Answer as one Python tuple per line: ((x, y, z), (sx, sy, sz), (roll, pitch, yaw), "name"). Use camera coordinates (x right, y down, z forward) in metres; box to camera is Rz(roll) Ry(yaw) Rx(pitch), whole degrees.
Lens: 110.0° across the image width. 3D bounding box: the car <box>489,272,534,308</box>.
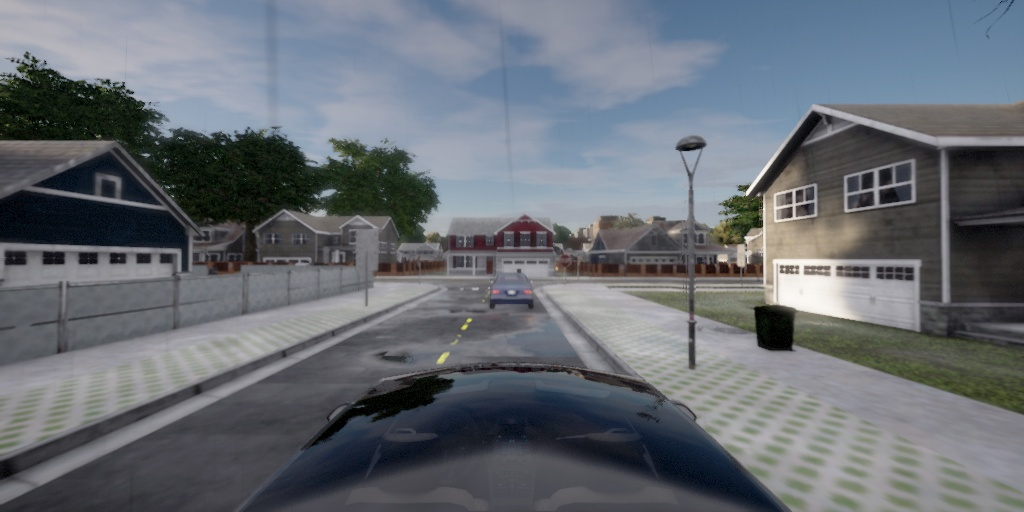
((-0.016, 1.432, 15.872), (2.033, 1.411, 5.357), (0, -1, 0), "car")
